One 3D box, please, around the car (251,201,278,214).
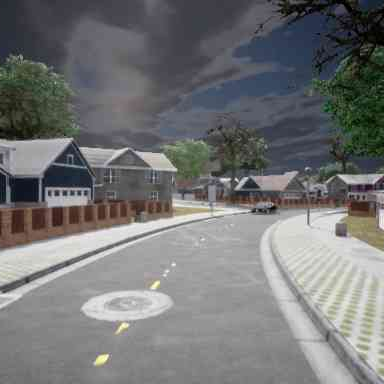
[{"bbox_3d":[8.592,1.820,39.236,1.882,1.535,5.008,0,-1,32],"label":"car"}]
